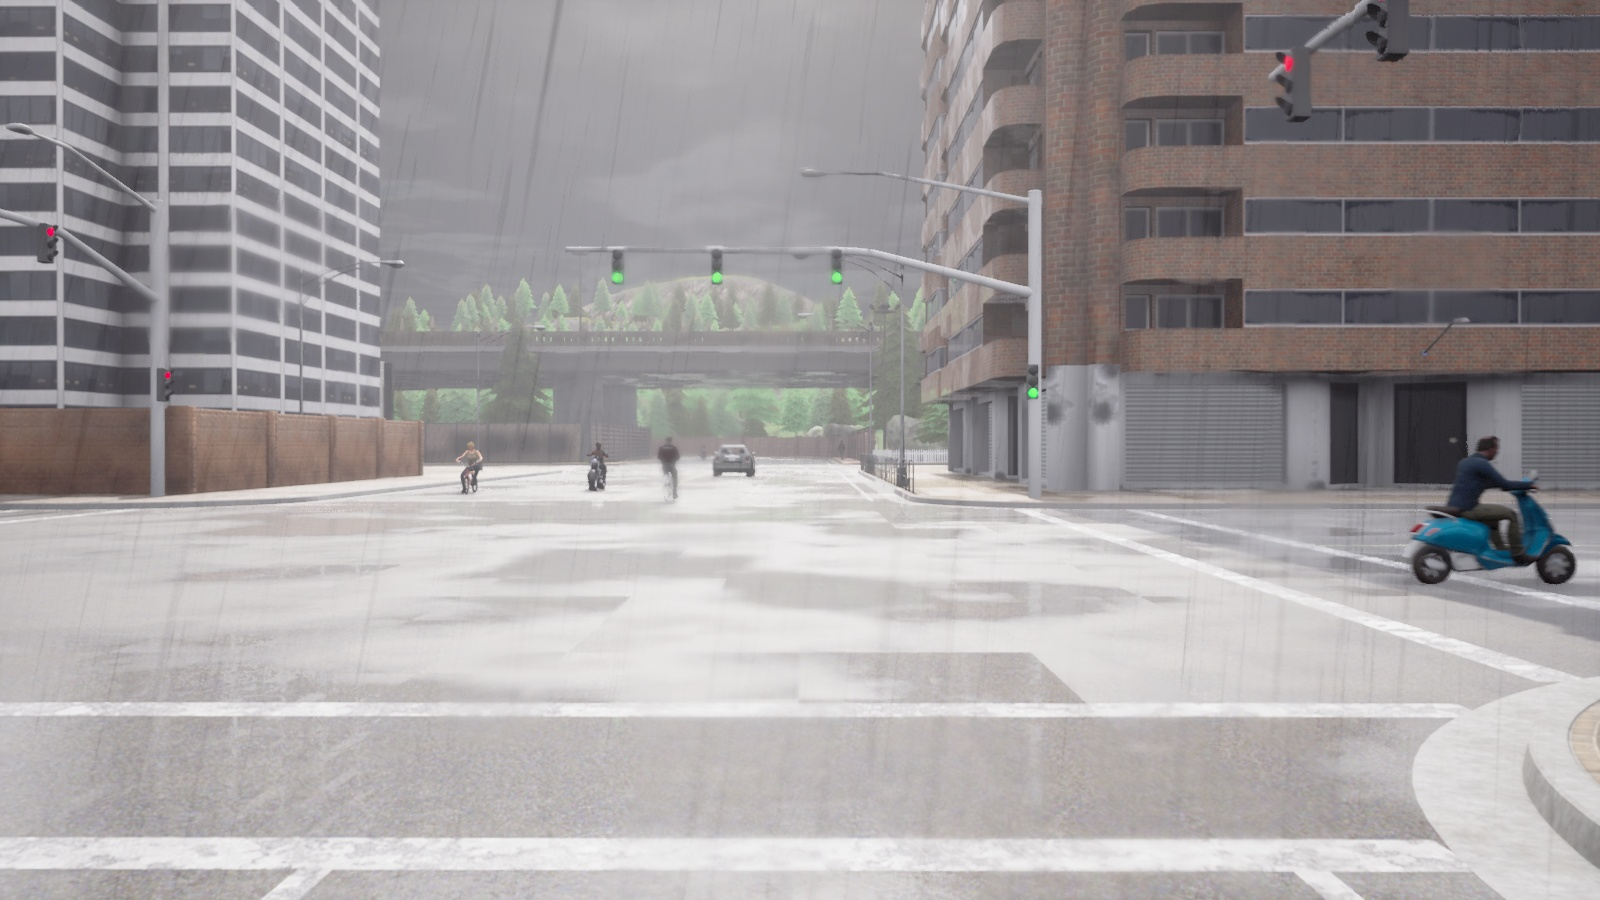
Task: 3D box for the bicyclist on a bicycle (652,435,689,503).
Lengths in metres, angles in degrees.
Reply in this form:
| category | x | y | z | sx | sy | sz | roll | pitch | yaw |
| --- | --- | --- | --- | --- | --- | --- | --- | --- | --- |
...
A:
| category | x | y | z | sx | sy | sz | roll | pitch | yaw |
| --- | --- | --- | --- | --- | --- | --- | --- | --- | --- |
| bicyclist on a bicycle | -3.448 | 0.495 | 33.616 | 0.659 | 1.776 | 1.843 | 0 | 0 | 4 |

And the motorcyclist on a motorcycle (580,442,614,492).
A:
| category | x | y | z | sx | sy | sz | roll | pitch | yaw |
| --- | --- | --- | --- | --- | --- | --- | --- | --- | --- |
| motorcyclist on a motorcycle | -6.755 | 0.542 | 41.870 | 0.766 | 1.649 | 2.350 | 0 | 0 | 0 |

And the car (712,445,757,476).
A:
| category | x | y | z | sx | sy | sz | roll | pitch | yaw |
| --- | --- | --- | --- | --- | --- | --- | --- | --- | --- |
| car | -3.152 | 0.492 | 60.834 | 1.970 | 1.475 | 3.806 | 0 | 0 | 0 |

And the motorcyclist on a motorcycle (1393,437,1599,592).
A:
| category | x | y | z | sx | sy | sz | roll | pitch | yaw |
| --- | --- | --- | --- | --- | --- | --- | --- | --- | --- |
| motorcyclist on a motorcycle | 7.406 | 0.659 | 13.328 | 1.817 | 1.590 | 0.866 | 0 | 0 | 1 |

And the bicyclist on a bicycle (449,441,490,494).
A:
| category | x | y | z | sx | sy | sz | roll | pitch | yaw |
| --- | --- | --- | --- | --- | --- | --- | --- | --- | --- |
| bicyclist on a bicycle | -10.265 | 0.535 | 39.083 | 0.866 | 1.612 | 1.509 | 0 | 0 | 1 |
